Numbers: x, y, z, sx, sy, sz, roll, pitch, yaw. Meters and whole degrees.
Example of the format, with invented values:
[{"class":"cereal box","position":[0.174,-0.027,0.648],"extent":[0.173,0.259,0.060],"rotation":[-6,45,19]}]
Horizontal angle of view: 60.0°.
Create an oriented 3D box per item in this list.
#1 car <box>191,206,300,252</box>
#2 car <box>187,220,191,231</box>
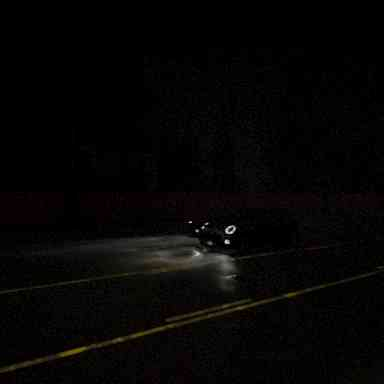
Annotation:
[{"class":"car","position":[2.539,1.443,14.352],"extent":[4.553,1.767,2.097],"rotation":[1,0,-35]},{"class":"car","position":[2.089,1.708,18.321],"extent":[4.718,1.301,1.895],"rotation":[1,0,-35]}]
